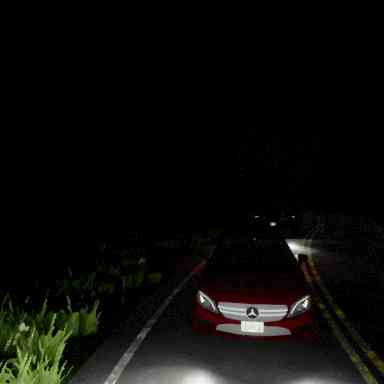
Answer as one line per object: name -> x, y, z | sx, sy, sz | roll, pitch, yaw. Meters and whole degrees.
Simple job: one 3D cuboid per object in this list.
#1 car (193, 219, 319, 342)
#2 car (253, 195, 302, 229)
car -> 1.227, 1.534, 6.715 | 1.812, 1.442, 4.674 | -1, 0, 11
car -> 4.992, 1.215, 18.889 | 2.150, 2.045, 5.566 | -2, -1, 22
